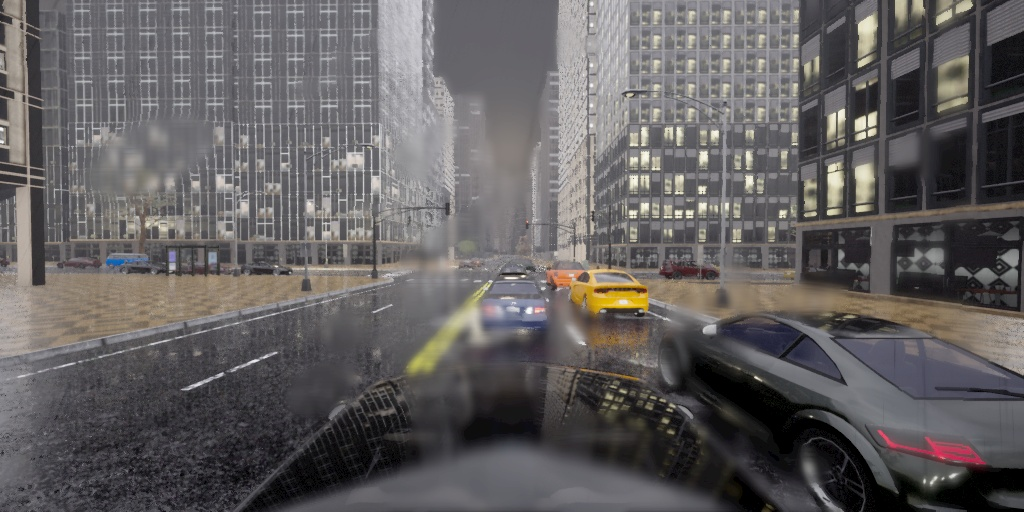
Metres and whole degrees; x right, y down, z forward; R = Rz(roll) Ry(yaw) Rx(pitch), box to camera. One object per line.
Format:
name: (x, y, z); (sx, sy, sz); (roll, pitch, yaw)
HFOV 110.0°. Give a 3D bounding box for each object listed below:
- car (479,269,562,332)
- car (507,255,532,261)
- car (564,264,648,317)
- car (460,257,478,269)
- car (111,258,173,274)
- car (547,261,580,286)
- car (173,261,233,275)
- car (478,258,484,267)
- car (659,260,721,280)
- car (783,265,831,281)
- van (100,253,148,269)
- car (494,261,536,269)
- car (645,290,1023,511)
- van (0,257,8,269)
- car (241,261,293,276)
car: (0.084, 1.293, 10.778); (2.033, 1.411, 5.357); (0, 0, 1)
car: (0.301, 1.070, 38.881); (4.553, 1.767, 2.097); (1, 1, 1)
car: (3.329, 1.222, 13.184); (1.882, 1.535, 5.008); (0, 0, 0)
car: (-6.687, 1.275, 54.303); (1.994, 1.385, 4.181); (0, 0, 0)
car: (-34.154, 1.067, 33.632); (4.313, 1.339, 1.948); (0, 0, 1)
car: (3.313, 1.091, 22.189); (2.097, 1.767, 4.553); (0, 0, 0)
car: (-28.473, 1.136, 33.469); (4.207, 1.307, 1.802); (0, 0, 1)
car: (-6.675, 1.051, 64.304); (2.097, 1.767, 4.553); (0, 0, 0)
car: (16.137, 1.267, 32.890); (5.009, 1.841, 2.192); (0, 0, 1)
car: (27.586, 1.577, 32.714); (4.829, 1.417, 1.751); (0, 0, 1)
van: (-45.361, 0.602, 42.272); (3.998, 1.789, 1.690); (0, 0, 1)
car: (0.066, 1.231, 20.530); (2.128, 1.511, 4.902); (0, 0, 0)
car: (3.340, 1.313, 4.099); (1.994, 1.385, 4.181); (0, 0, 0)
van: (-51.199, 0.685, 33.999); (3.998, 1.789, 1.690); (0, 0, 1)
car: (-22.789, 1.172, 33.346); (4.313, 1.339, 1.948); (0, 0, 1)
